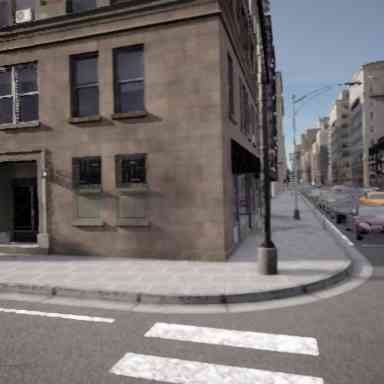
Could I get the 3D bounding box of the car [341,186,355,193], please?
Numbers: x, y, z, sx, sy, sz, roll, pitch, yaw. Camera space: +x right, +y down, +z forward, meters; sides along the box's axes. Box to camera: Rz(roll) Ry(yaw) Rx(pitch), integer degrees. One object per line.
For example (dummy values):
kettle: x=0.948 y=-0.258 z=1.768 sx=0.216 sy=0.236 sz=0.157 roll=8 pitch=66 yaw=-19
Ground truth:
car: x=32.762 y=-0.513 z=69.961 sx=1.947 sy=1.339 sz=4.313 roll=-1 pitch=1 yaw=16

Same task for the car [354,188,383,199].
car: x=13.278 y=0.726 z=23.772 sx=1.882 sy=1.535 sz=5.008 roll=-1 pitch=1 yaw=17

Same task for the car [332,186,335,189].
car: x=35.861 y=-0.902 z=80.571 sx=1.967 sy=1.590 sz=4.097 roll=-1 pitch=1 yaw=16

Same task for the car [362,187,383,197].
car: x=26.555 y=0.002 z=48.732 sx=2.008 sy=1.369 sz=4.403 roll=-1 pitch=1 yaw=16

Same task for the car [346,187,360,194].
car: x=31.210 y=-0.365 z=64.654 sx=1.802 sy=1.307 sz=4.206 roll=-1 pitch=1 yaw=16

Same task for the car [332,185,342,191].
car: x=37.413 y=-1.033 z=85.879 sx=1.967 sy=1.590 sz=4.097 roll=-1 pitch=1 yaw=16

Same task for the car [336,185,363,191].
car: x=16.178 y=0.359 z=33.471 sx=2.097 sy=1.767 sz=4.553 roll=-1 pitch=1 yaw=16

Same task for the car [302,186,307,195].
car: x=18.372 y=0.223 z=51.115 sx=1.947 sy=1.339 sz=4.313 roll=-1 pitch=1 yaw=16

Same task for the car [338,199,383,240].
car: x=7.515 y=1.159 z=13.976 sx=1.802 sy=1.307 sz=4.206 roll=-1 pitch=1 yaw=16

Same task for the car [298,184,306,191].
car: x=23.021 y=-0.425 z=67.027 sx=2.192 sy=1.841 sz=5.009 roll=-1 pitch=1 yaw=16

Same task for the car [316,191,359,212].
car: x=10.617 y=0.866 z=24.587 sx=2.008 sy=1.369 sz=4.403 roll=-1 pitch=1 yaw=16

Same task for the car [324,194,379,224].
car: x=9.066 y=1.012 z=19.281 sx=1.947 sy=1.339 sz=4.313 roll=-1 pitch=1 yaw=16

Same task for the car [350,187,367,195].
car: x=29.658 y=-0.248 z=59.346 sx=1.947 sy=1.339 sz=4.313 roll=-1 pitch=1 yaw=16

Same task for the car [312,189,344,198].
car: x=12.168 y=0.729 z=29.892 sx=1.887 sy=1.381 sz=4.507 roll=-1 pitch=1 yaw=16

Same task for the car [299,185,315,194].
car: x=21.475 y=-0.042 z=61.726 sx=1.947 sy=1.339 sz=4.313 roll=-1 pitch=1 yaw=16

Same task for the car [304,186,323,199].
car: x=16.773 y=0.318 z=45.646 sx=1.752 sy=1.417 sz=4.829 roll=-1 pitch=1 yaw=16

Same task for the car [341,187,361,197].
car: x=24.686 y=0.003 z=51.871 sx=2.033 sy=1.411 sz=5.357 roll=-1 pitch=1 yaw=16
